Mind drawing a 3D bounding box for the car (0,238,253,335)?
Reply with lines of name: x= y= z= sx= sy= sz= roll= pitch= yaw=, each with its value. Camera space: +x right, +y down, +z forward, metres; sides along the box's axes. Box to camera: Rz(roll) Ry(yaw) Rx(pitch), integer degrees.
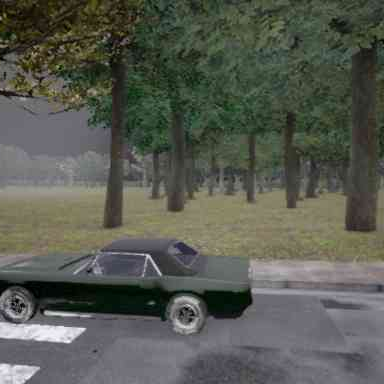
car: x=-1.273 y=1.549 z=6.165 sx=4.718 sy=1.301 sz=1.895 roll=-1 pitch=1 yaw=10
